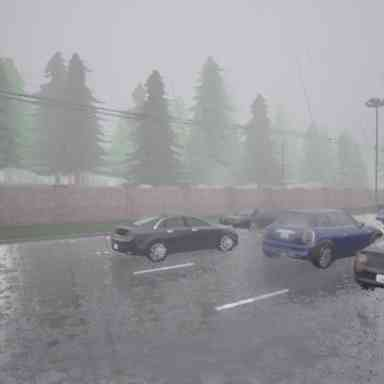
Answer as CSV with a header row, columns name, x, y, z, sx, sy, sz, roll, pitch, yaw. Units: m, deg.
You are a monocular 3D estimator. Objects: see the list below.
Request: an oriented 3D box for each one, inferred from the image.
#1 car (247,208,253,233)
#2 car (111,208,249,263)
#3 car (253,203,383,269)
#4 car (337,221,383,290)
name,x,y,z,sx,sy,sz,roll,pitch,yaw
car,3.948,1.576,19.468,4.718,1.301,1.895,0,0,-36
car,-0.457,1.493,12.022,4.892,1.490,1.837,0,0,-36
car,4.538,1.334,11.288,4.553,1.767,2.097,0,0,-36
car,5.574,1.510,7.743,4.674,1.442,1.812,0,0,-36
